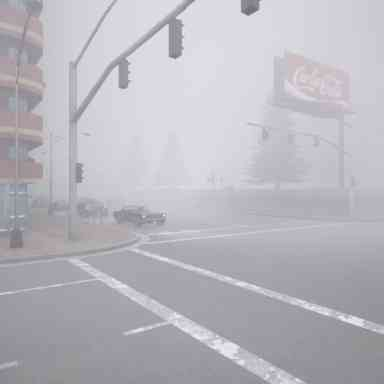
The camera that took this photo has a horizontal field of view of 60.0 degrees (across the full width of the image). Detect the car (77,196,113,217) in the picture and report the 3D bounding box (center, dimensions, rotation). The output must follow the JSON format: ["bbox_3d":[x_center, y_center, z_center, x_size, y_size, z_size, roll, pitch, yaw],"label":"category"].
[{"bbox_3d":[-9.475,1.352,30.886,2.097,1.767,4.553,0,0,-36],"label":"car"}]

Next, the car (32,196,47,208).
[{"bbox_3d":[-21.189,1.352,47.129,2.097,1.767,4.553,0,0,-36],"label":"car"}]

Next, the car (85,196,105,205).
[{"bbox_3d":[-17.671,1.526,60.424,1.812,1.442,4.674,0,0,-37],"label":"car"}]

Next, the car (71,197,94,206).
[{"bbox_3d":[-18.290,1.547,55.324,2.033,1.411,5.357,0,0,-36],"label":"car"}]

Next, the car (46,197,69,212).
[{"bbox_3d":[-15.281,1.564,38.906,1.994,1.385,4.181,0,0,-36],"label":"car"}]

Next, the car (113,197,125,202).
[{"bbox_3d":[-12.320,1.505,53.046,1.837,1.490,4.892,0,0,-36],"label":"car"}]

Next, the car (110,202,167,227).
[{"bbox_3d":[-3.659,1.601,22.856,1.895,1.301,4.718,0,0,-36],"label":"car"}]
